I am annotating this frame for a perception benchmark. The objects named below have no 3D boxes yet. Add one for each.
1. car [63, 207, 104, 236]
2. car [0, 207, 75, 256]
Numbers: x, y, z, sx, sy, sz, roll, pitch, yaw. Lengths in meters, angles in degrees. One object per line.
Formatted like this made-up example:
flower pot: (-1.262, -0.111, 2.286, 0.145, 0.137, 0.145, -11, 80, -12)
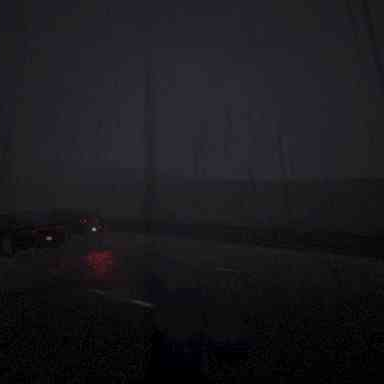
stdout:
car: (-6.645, 1.536, 17.307, 4.892, 1.490, 1.837, 0, 0, 36)
car: (-7.119, 1.505, 13.338, 5.008, 1.535, 1.882, 0, 0, 36)
